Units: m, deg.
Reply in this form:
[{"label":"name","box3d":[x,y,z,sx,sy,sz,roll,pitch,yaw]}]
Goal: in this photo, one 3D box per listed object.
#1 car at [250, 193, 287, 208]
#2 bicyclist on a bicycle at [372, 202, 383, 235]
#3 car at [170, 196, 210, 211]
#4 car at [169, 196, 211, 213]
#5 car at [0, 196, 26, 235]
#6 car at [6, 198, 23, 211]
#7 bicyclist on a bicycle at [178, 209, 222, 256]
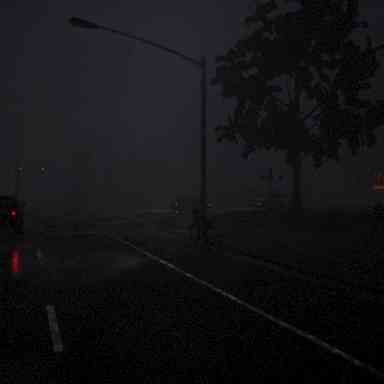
[{"label":"car","box3d":[10.985,1.221,47.374,5.566,2.045,2.150,0,0,-28]},{"label":"bicyclist on a bicycle","box3d":[9.191,1.313,16.377,0.582,1.620,1.656,0,-2,42]},{"label":"car","box3d":[-0.276,1.351,41.388,4.553,1.767,2.097,0,0,-28]},{"label":"car","box3d":[-0.158,1.354,37.327,4.553,1.767,2.097,0,0,-28]},{"label":"car","box3d":[-10.594,1.222,18.472,2.150,2.045,5.566,0,0,-27]},{"label":"car","box3d":[-22.123,1.485,41.583,1.812,1.442,4.674,0,0,-27]},{"label":"bicyclist on a bicycle","box3d":[0.287,1.421,11.833,1.656,1.620,0.582,-1,-1,-19]}]
